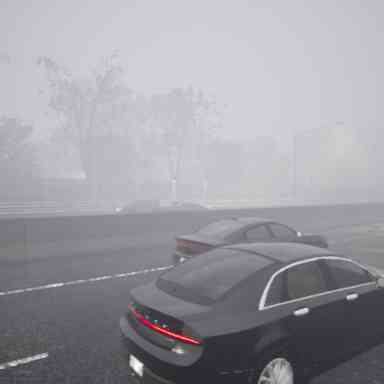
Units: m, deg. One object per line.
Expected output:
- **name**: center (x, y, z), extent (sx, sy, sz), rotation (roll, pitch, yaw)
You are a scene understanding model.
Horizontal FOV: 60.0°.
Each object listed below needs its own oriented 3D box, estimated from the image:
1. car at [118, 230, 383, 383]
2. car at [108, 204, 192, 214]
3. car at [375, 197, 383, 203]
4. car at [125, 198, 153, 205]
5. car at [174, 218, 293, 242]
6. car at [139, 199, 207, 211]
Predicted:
- **car**: center (1.412, 1.496, 4.752), extent (4.892, 1.490, 1.837), rotation (0, 0, -35)
- **car**: center (-2.613, 1.582, 19.320), extent (4.718, 1.301, 1.895), rotation (0, 0, -35)
- **car**: center (30.025, 1.424, 51.138), extent (4.674, 1.442, 1.812), rotation (0, 0, -35)
- **car**: center (-4.412, 1.328, 26.633), extent (4.553, 1.767, 2.097), rotation (0, 0, -35)
- **car**: center (1.808, 1.464, 9.332), extent (5.008, 1.535, 1.882), rotation (0, 0, -35)
- **car**: center (-1.070, 1.464, 24.718), extent (4.902, 1.511, 2.128), rotation (0, 0, -35)
